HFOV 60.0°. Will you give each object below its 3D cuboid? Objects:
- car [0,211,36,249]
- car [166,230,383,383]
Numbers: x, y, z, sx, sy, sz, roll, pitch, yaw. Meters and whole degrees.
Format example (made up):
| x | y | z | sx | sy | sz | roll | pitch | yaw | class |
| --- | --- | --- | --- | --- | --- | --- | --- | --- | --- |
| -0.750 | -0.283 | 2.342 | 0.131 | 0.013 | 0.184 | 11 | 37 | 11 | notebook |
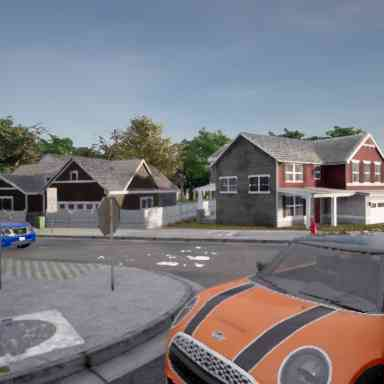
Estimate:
| x | y | z | sx | sy | sz | roll | pitch | yaw | class |
| --- | --- | --- | --- | --- | --- | --- | --- | --- | --- |
| -10.451 | 1.892 | 16.411 | 5.566 | 2.045 | 2.150 | -2 | 0 | 21 | car |
| 1.928 | 1.349 | 4.163 | 4.553 | 1.767 | 2.097 | 0 | 0 | -34 | car |
